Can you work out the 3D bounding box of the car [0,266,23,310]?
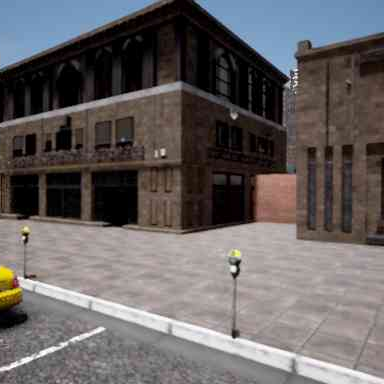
[{"bbox_3d":[-5.251,1.557,6.608,4.829,1.417,1.752,0,1,36],"label":"car"}]
